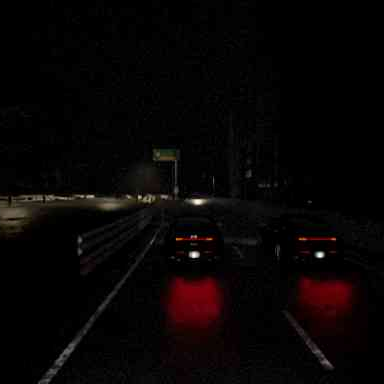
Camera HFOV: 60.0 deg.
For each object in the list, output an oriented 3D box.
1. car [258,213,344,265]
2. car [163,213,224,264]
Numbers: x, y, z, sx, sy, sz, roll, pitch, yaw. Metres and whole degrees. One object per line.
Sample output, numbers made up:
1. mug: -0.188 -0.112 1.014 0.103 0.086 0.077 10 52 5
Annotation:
1. car: 3.591 1.504 11.730 1.837 1.490 4.892 0 0 0
2. car: 0.037 1.503 11.731 1.837 1.490 4.892 0 0 -1
